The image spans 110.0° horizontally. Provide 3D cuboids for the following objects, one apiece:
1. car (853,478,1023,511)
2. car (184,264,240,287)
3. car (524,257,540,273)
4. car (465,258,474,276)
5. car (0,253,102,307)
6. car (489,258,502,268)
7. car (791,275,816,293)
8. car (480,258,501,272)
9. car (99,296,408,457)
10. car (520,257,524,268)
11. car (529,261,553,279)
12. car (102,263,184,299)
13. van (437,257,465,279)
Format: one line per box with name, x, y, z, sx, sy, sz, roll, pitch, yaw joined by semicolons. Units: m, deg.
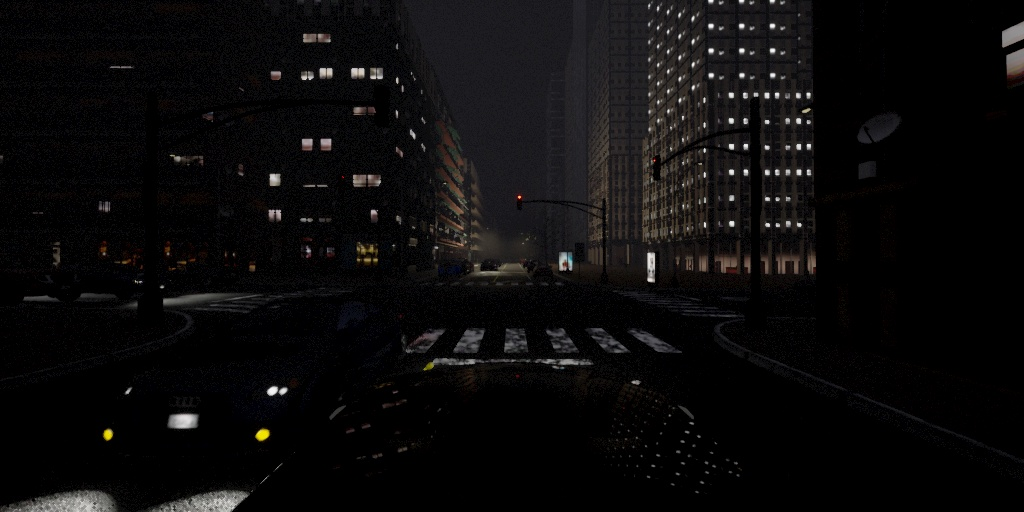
car;2.688;1.315;0.102;1.948;1.339;4.313;0;0;0
car;-18.747;1.104;21.386;4.313;1.339;1.948;0;0;0
car;2.792;1.208;43.563;1.967;1.591;4.097;0;0;0
car;-5.602;1.080;38.056;2.192;1.841;5.009;0;0;0
car;-18.745;0.784;13.005;5.009;1.841;2.192;0;0;0
car;-2.855;1.209;62.675;1.882;1.535;5.008;0;0;0
car;19.441;1.644;21.698;4.403;1.370;2.007;0;0;0
car;-2.895;1.116;45.761;2.097;1.767;4.553;0;0;0
car;-2.992;1.316;5.259;1.994;1.385;4.181;0;0;0
car;2.831;1.222;60.145;1.967;1.591;4.097;0;0;0
car;2.766;1.344;32.507;1.802;1.307;4.207;0;0;0
car;-17.583;1.033;15.626;4.674;1.442;1.812;1;0;0
van;-5.616;1.103;32.528;1.690;1.789;3.998;0;0;0
